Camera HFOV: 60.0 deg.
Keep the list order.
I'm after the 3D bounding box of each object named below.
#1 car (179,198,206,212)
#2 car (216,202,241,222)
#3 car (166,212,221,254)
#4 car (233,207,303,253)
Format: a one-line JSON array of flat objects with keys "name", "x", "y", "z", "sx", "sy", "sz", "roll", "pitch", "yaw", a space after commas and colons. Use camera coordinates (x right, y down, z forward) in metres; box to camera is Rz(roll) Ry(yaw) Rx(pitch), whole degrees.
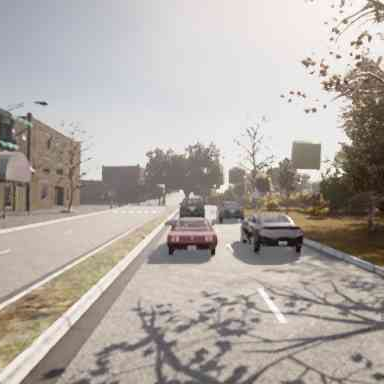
[{"name": "car", "x": 0.018, "y": 1.499, "z": 29.055, "sx": 2.150, "sy": 2.045, "sz": 5.566, "roll": 0, "pitch": 0, "yaw": 0}, {"name": "car", "x": 3.270, "y": 1.633, "z": 29.117, "sx": 2.097, "sy": 1.767, "sz": 4.553, "roll": 0, "pitch": -1, "yaw": 0}, {"name": "car", "x": 0.010, "y": 1.739, "z": 14.144, "sx": 1.895, "sy": 1.301, "sz": 4.718, "roll": 0, "pitch": -1, "yaw": 0}, {"name": "car", "x": 3.263, "y": 1.632, "z": 14.318, "sx": 2.128, "sy": 1.511, "sz": 4.902, "roll": 0, "pitch": 0, "yaw": 0}]
